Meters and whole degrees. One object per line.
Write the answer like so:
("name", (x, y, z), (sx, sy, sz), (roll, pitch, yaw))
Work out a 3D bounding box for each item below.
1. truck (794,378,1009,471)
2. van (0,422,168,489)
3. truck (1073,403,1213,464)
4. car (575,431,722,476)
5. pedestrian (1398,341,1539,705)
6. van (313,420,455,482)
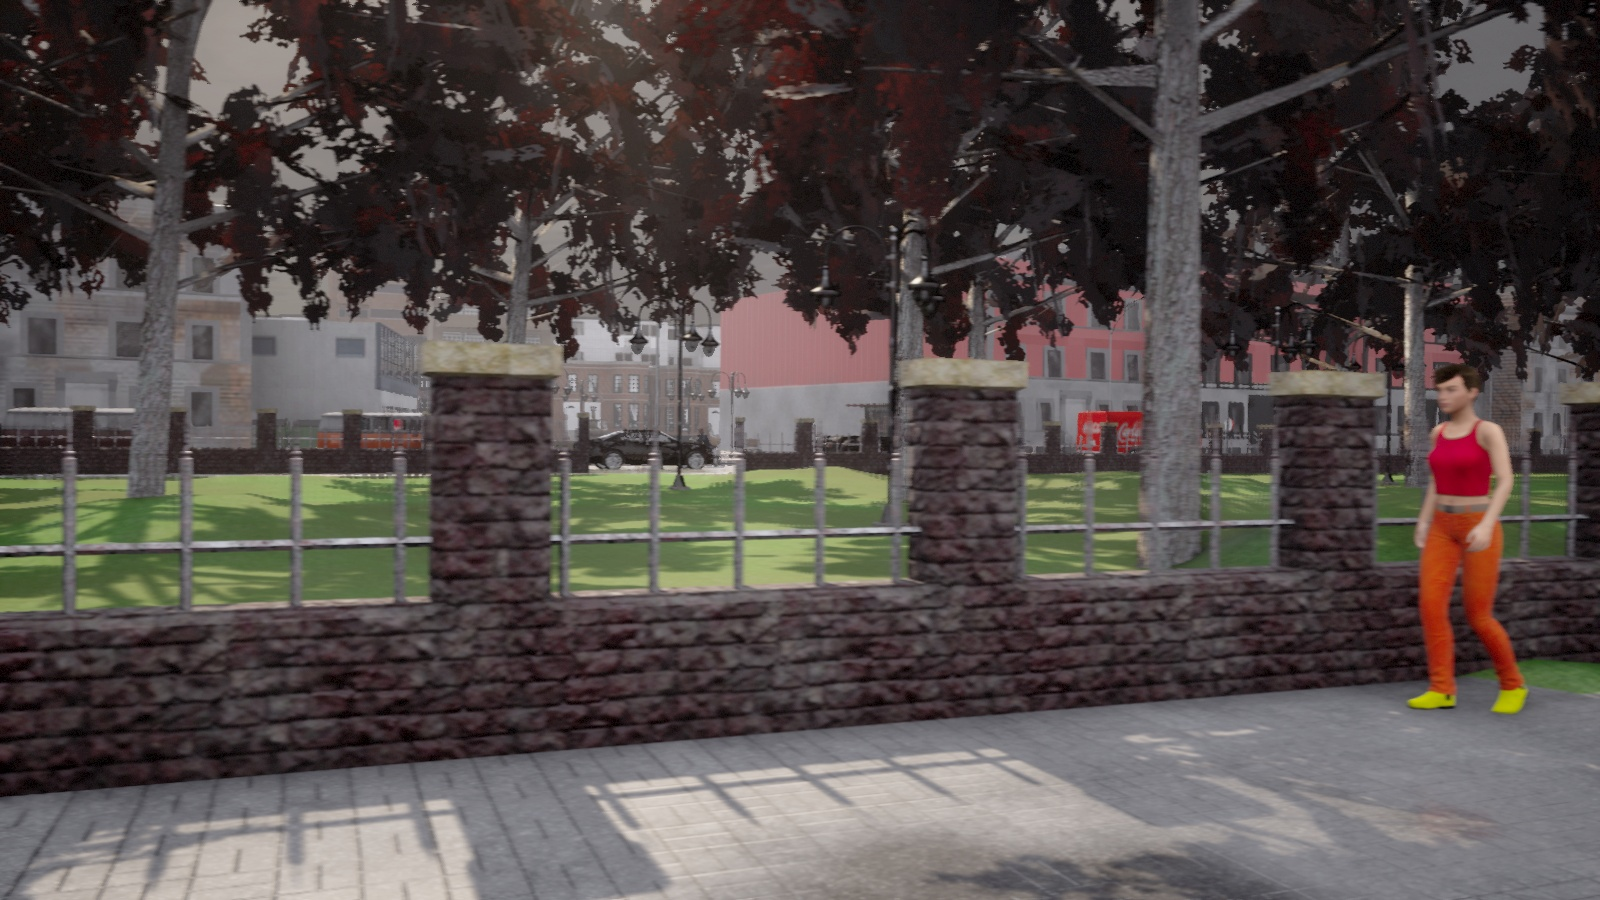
("truck", (4.019, -1.037, 49.590), (7.936, 3.462, 2.891), (-1, 1, -21))
("van", (-22.402, 0.150, 39.381), (4.442, 1.987, 1.775), (-1, 1, -21))
("truck", (14.666, -0.724, 53.710), (5.204, 2.467, 2.627), (-1, 1, -21))
("car", (-5.550, 0.086, 45.905), (5.008, 1.535, 1.882), (-1, 1, -21))
("pedestrian", (3.510, 0.362, 6.596), (0.594, 1.836, 0.345), (-1, 1, -21))
("van", (-14.114, 0.008, 42.592), (4.442, 1.987, 1.775), (-1, 1, -21))
